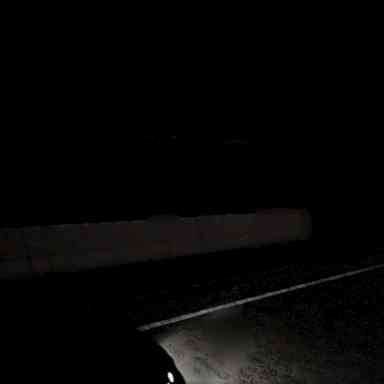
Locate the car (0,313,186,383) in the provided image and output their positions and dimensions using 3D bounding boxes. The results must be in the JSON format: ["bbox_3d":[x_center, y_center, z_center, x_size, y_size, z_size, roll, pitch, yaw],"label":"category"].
[{"bbox_3d":[-2.048,1.566,2.268,4.181,1.385,1.994,0,0,-35],"label":"car"}]
